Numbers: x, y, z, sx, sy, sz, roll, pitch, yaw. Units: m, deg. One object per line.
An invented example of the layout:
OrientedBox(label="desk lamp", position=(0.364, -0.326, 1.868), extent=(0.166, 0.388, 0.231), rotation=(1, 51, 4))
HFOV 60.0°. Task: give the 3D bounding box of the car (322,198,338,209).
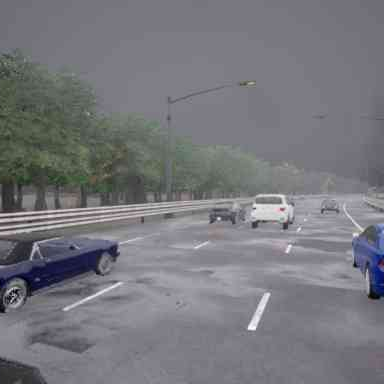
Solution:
OrientedBox(label="car", position=(19.245, 1.540, 46.219), extent=(1.812, 1.442, 4.674), rotation=(0, 0, 25))

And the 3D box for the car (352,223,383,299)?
OrientedBox(label="car", position=(5.101, 1.478, 8.078), extent=(1.882, 1.535, 5.008), rotation=(0, 0, 20))

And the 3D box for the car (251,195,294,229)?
OrientedBox(label="car", position=(5.370, 1.213, 21.766), extent=(2.150, 2.045, 5.566), rotation=(0, -1, 22))

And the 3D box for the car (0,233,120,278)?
OrientedBox(label="car", position=(-3.655, 1.601, 7.746), extent=(1.895, 1.301, 4.718), rotation=(0, 0, 20))

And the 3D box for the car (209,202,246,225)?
OrientedBox(label="car", position=(2.709, 1.506, 24.514), extent=(1.837, 1.490, 4.892), rotation=(0, 0, 21))

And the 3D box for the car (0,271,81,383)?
OrientedBox(label="car", position=(-2.442, 1.506, 0.708), extent=(1.837, 1.490, 4.892), rotation=(0, 0, 19))

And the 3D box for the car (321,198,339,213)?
OrientedBox(label="car", position=(15.217, 1.554, 36.675), extent=(2.033, 1.411, 5.357), rotation=(0, 0, 23))
